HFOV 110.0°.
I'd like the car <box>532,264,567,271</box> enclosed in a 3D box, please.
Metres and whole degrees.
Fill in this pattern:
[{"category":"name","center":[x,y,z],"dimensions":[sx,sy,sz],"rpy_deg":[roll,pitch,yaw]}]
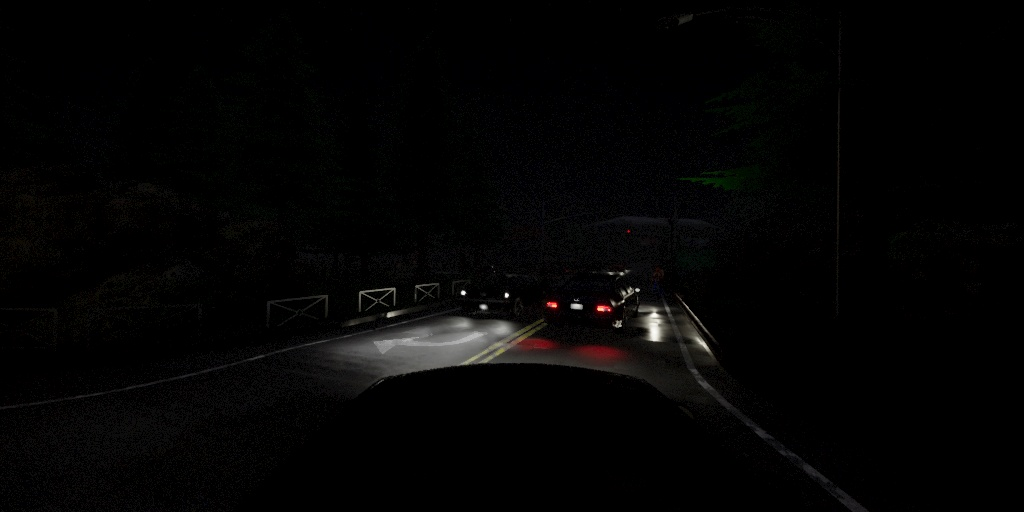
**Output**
[{"category":"car","center":[4.709,1.699,45.331],"dimensions":[4.674,1.442,1.812],"rpy_deg":[0,0,16]}]

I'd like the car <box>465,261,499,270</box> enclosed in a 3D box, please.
[{"category":"car","center":[-3.769,1.391,44.810],"dimensions":[4.553,1.767,2.097],"rpy_deg":[1,-1,21]}]

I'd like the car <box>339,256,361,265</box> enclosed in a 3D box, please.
[{"category":"car","center":[-22.665,1.018,52.409],"dimensions":[5.566,2.045,2.150],"rpy_deg":[1,-1,25]}]

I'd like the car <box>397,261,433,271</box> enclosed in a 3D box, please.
[{"category":"car","center":[-13.088,1.396,48.408],"dimensions":[5.008,1.535,1.882],"rpy_deg":[1,-1,21]}]

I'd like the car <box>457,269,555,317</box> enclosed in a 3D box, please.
[{"category":"car","center":[-0.080,1.263,12.894],"dimensions":[1.895,1.301,4.718],"rpy_deg":[1,-1,21]}]

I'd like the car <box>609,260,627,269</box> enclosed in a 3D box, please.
[{"category":"car","center":[16.635,1.666,56.892],"dimensions":[2.097,1.767,4.553],"rpy_deg":[1,-1,21]}]

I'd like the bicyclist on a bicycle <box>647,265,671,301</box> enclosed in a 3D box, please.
[{"category":"bicyclist on a bicycle","center":[6.802,1.259,16.514],"dimensions":[1.656,1.620,0.582],"rpy_deg":[1,0,-30]}]

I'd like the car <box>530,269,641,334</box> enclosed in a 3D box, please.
[{"category":"car","center":[2.534,1.231,10.403],"dimensions":[2.033,1.411,5.357],"rpy_deg":[1,-1,25]}]

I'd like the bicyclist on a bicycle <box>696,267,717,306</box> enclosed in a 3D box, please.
[{"category":"bicyclist on a bicycle","center":[8.214,1.273,15.098],"dimensions":[1.656,1.620,0.582],"rpy_deg":[1,0,-33]}]
